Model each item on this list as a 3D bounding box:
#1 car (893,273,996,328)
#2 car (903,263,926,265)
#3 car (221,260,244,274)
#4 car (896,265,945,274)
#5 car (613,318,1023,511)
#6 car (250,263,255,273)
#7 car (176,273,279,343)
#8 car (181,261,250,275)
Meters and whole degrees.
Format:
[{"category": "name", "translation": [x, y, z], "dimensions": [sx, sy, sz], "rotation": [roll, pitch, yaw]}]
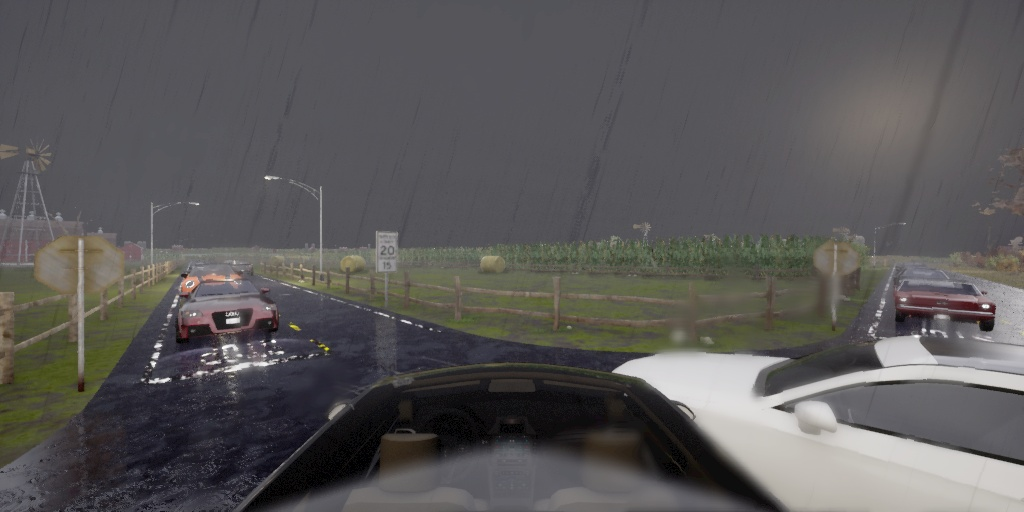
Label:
[{"category": "car", "translation": [13.528, 1.395, 11.413], "dimensions": [4.718, 1.301, 1.895], "rotation": [0, 1, -43]}, {"category": "car", "translation": [27.371, 1.394, 24.218], "dimensions": [4.181, 1.385, 1.994], "rotation": [0, 1, -43]}, {"category": "car", "translation": [-33.664, 1.296, 43.151], "dimensions": [1.837, 1.490, 4.892], "rotation": [0, 0, -41]}, {"category": "car", "translation": [20.611, 1.358, 17.970], "dimensions": [5.357, 1.411, 2.033], "rotation": [0, 1, -43]}, {"category": "car", "translation": [2.840, 1.294, 2.360], "dimensions": [1.812, 1.442, 4.674], "rotation": [0, 1, -44]}, {"category": "car", "translation": [-26.950, 1.276, 35.687], "dimensions": [2.128, 1.511, 4.902], "rotation": [0, 0, -41]}, {"category": "car", "translation": [-7.932, 1.353, 9.957], "dimensions": [1.994, 1.385, 4.181], "rotation": [0, 0, -42]}, {"category": "car", "translation": [-13.702, 1.137, 16.446], "dimensions": [2.097, 1.767, 4.553], "rotation": [0, 0, -42]}]
